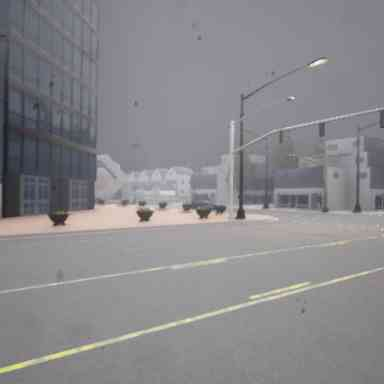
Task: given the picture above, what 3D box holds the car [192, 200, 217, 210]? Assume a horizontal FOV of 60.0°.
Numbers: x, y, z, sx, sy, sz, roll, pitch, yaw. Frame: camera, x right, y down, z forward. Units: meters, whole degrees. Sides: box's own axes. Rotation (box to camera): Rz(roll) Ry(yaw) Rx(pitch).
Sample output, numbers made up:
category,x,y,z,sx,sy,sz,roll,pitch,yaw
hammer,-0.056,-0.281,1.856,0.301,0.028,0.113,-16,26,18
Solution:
category,x,y,z,sx,sy,sz,roll,pitch,yaw
car,1.722,1.737,44.397,1.994,1.385,4.181,1,-1,-35
